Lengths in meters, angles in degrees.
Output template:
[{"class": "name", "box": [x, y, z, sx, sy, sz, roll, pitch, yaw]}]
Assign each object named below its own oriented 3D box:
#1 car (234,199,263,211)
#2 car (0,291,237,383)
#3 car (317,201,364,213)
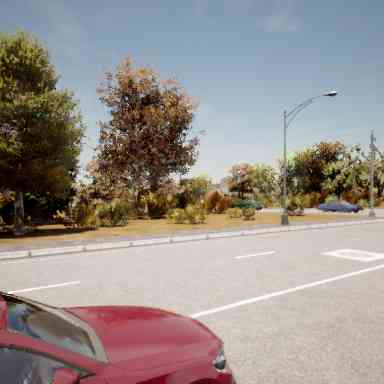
[{"class": "car", "box": [9.174, 2.195, 54.849, 2.150, 2.045, 5.566, 0, -3, -32]}, {"class": "car", "box": [-1.768, 1.527, 2.487, 4.674, 1.442, 1.812, 1, 0, -35]}, {"class": "car", "box": [18.038, 1.815, 40.678, 2.033, 1.411, 5.357, 0, -2, -32]}]
